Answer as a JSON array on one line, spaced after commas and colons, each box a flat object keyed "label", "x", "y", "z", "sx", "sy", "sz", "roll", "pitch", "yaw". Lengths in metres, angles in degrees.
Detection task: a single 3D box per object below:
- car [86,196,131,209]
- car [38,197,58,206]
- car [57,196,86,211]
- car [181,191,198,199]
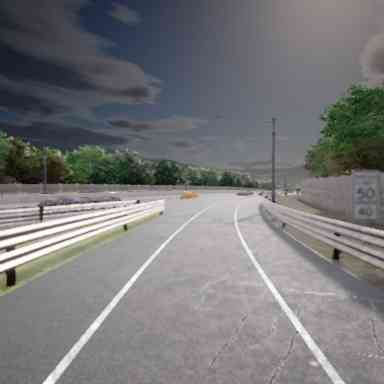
[{"label": "car", "x": -8.252, "y": 1.202, "z": 34.362, "sx": 1.837, "sy": 1.490, "sz": 4.892, "roll": 0, "pitch": 1, "yaw": 25}, {"label": "car", "x": -14.579, "y": 1.202, "z": 37.352, "sx": 2.033, "sy": 1.411, "sz": 5.357, "roll": 0, "pitch": 1, "yaw": 25}, {"label": "car", "x": -11.415, "y": 1.226, "z": 35.858, "sx": 2.033, "sy": 1.411, "sz": 5.357, "roll": 0, "pitch": 1, "yaw": 25}, {"label": "car", "x": -0.392, "y": 0.602, "z": 67.375, "sx": 1.882, "sy": 1.535, "sz": 5.008, "roll": 0, "pitch": 1, "yaw": 25}]
